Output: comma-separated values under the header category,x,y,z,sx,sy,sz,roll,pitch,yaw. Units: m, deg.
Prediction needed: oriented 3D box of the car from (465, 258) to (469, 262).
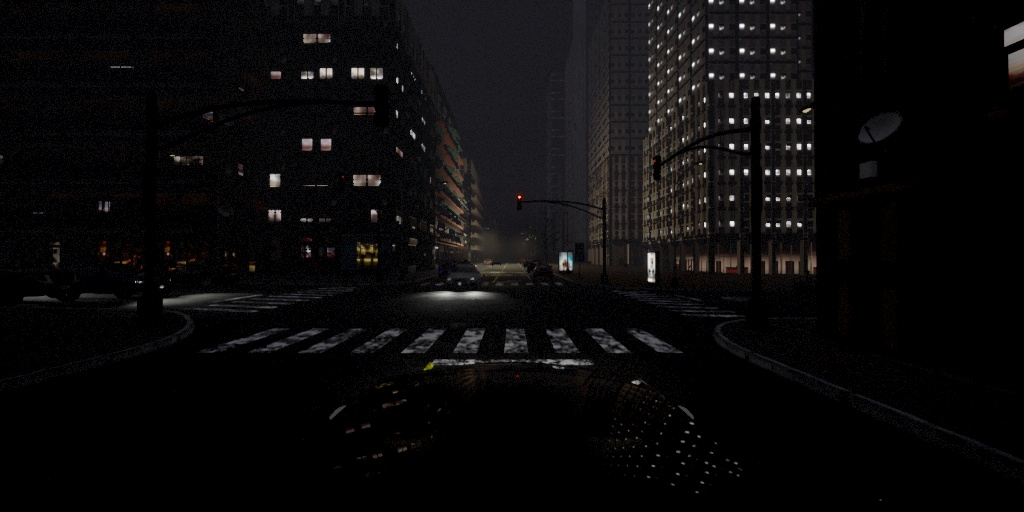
category,x,y,z,sx,sy,sz,roll,pitch,yaw
car,-5.595,1.083,38.038,2.192,1.841,5.009,0,0,0

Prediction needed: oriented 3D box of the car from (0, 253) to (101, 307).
category,x,y,z,sx,sy,sz,roll,pitch,yaw
car,-18.743,0.785,12.991,5.009,1.841,2.192,0,0,0

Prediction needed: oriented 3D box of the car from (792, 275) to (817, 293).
category,x,y,z,sx,sy,sz,roll,pitch,yaw
car,19.445,1.645,21.676,4.403,1.370,2.007,0,0,0

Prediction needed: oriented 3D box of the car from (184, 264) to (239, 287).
category,x,y,z,sx,sy,sz,roll,pitch,yaw
car,-18.743,1.106,21.371,4.313,1.339,1.948,0,0,0

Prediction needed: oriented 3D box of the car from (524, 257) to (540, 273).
category,x,y,z,sx,sy,sz,roll,pitch,yaw
car,2.800,1.212,43.544,1.967,1.591,4.097,0,0,0

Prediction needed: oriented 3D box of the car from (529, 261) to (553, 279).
category,x,y,z,sx,sy,sz,roll,pitch,yaw
car,2.772,1.346,32.488,1.802,1.307,4.207,0,0,0

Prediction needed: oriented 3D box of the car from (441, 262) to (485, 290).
category,x,y,z,sx,sy,sz,roll,pitch,yaw
car,-2.944,1.289,22.569,1.812,1.442,4.674,0,0,0

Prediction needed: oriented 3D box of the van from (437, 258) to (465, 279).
category,x,y,z,sx,sy,sz,roll,pitch,yaw
van,-5.609,1.105,32.511,1.690,1.789,3.998,0,0,0

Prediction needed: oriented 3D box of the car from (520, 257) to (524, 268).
category,x,y,z,sx,sy,sz,roll,pitch,yaw
car,2.843,1.226,60.126,1.967,1.591,4.097,0,0,0

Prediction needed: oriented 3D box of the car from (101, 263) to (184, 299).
category,x,y,z,sx,sy,sz,roll,pitch,yaw
car,-17.580,1.035,15.611,4.674,1.442,1.812,1,0,0
